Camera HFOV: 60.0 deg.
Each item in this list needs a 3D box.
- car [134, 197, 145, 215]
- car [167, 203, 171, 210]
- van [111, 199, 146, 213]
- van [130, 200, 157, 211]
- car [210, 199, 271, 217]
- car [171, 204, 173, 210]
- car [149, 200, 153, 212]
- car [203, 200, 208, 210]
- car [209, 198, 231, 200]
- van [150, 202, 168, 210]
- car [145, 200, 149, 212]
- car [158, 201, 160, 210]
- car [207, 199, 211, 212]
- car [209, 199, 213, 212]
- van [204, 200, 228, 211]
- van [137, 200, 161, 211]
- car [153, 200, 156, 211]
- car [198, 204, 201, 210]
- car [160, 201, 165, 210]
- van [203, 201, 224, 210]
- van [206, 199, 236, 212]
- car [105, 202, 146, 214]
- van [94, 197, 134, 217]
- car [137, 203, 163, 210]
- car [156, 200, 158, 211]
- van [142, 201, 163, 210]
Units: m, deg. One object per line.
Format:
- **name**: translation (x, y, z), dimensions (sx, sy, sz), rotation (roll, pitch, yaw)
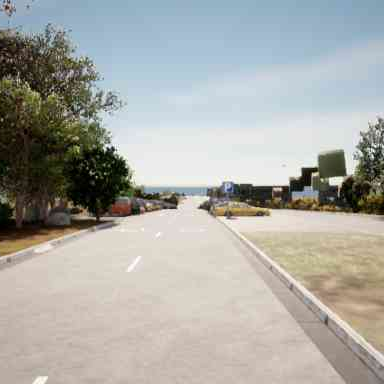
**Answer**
- **car**: translation (-8.568, 1.628, 37.496), dimensions (5.566, 2.045, 2.435), rotation (0, -2, 0)
- **car**: translation (-8.511, 3.222, 78.874), dimensions (5.566, 2.045, 2.435), rotation (0, -3, 0)
- **van**: translation (-8.657, 1.937, 45.798), dimensions (4.442, 1.987, 1.878), rotation (0, -2, 0)
- **van**: translation (-8.657, 2.423, 59.641), dimensions (4.442, 1.987, 1.878), rotation (0, -2, 0)
- **car**: translation (4.725, 1.716, 31.727), dimensions (5.366, 1.575, 1.946), rotation (0, -2, 0)
- **car**: translation (-8.534, 4.188, 92.818), dimensions (5.008, 1.535, 2.097), rotation (0, -3, 0)
- **car**: translation (-8.508, 2.134, 48.563), dimensions (4.553, 1.767, 2.185), rotation (0, -2, 0)
- **car**: translation (4.568, 1.808, 42.820), dimensions (5.566, 2.045, 2.435), rotation (0, -2, 0)
- **car**: translation (4.509, 1.839, 40.046), dimensions (4.553, 1.767, 2.185), rotation (0, -2, 0)
- **van**: translation (-8.656, 3.673, 87.172), dimensions (4.442, 1.987, 1.878), rotation (0, -3, 0)
- **car**: translation (-8.355, 1.967, 40.256), dimensions (5.366, 1.575, 1.946), rotation (0, -2, 0)
- **car**: translation (-8.534, 2.553, 56.865), dimensions (4.892, 1.521, 2.231), rotation (0, -2, 0)
- **car**: translation (4.534, 1.874, 37.266), dimensions (5.008, 1.535, 2.097), rotation (0, -2, 0)
- **car**: translation (4.534, 1.793, 34.495), dimensions (4.892, 1.521, 2.231), rotation (0, -2, 0)
- **van**: translation (4.657, 2.613, 65.015), dimensions (4.442, 1.987, 1.878), rotation (0, -2, 0)
- **van**: translation (-8.423, 2.618, 65.177), dimensions (4.442, 1.987, 1.878), rotation (0, -2, 0)
- **car**: translation (-8.535, 2.352, 51.202), dimensions (5.008, 1.535, 2.097), rotation (0, -2, 0)
- **car**: translation (4.512, 2.797, 70.549), dimensions (5.566, 2.045, 2.435), rotation (0, -3, 0)
- **car**: translation (-8.355, 2.743, 62.403), dimensions (5.366, 1.575, 1.946), rotation (0, -2, 0)
- **van**: translation (4.657, 2.964, 73.320), dimensions (4.442, 1.987, 1.878), rotation (0, -3, 0)
- **van**: translation (4.423, 2.125, 51.143), dimensions (4.442, 1.987, 1.878), rotation (0, -2, 0)
- **car**: translation (-8.533, 2.066, 43.021), dimensions (4.892, 1.521, 2.231), rotation (0, -2, 0)
- **van**: translation (-8.657, 1.568, 34.605), dimensions (4.442, 1.987, 1.878), rotation (0, -2, 0)
- **car**: translation (-8.545, 2.940, 67.938), dimensions (5.008, 1.535, 2.097), rotation (0, -2, 0)
- **car**: translation (-8.535, 2.454, 54.096), dimensions (5.008, 1.535, 2.097), rotation (0, -2, 0)
- **van**: translation (-8.656, 2.971, 73.464), dimensions (4.442, 1.987, 1.878), rotation (0, -3, 0)
